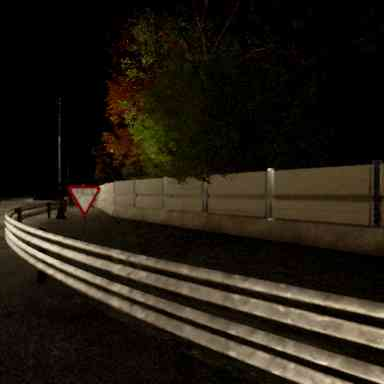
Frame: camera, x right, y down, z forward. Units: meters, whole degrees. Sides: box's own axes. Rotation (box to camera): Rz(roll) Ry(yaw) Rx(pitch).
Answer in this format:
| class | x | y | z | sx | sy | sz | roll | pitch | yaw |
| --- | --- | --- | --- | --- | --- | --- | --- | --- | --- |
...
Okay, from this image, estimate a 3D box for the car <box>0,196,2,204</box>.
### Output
| class | x | y | z | sx | sy | sz | roll | pitch | yaw |
| --- | --- | --- | --- | --- | --- | --- | --- | --- | --- |
| car | -40.215 | 1.649 | 68.070 | 2.128 | 1.511 | 4.902 | 0 | 0 | -33 |
